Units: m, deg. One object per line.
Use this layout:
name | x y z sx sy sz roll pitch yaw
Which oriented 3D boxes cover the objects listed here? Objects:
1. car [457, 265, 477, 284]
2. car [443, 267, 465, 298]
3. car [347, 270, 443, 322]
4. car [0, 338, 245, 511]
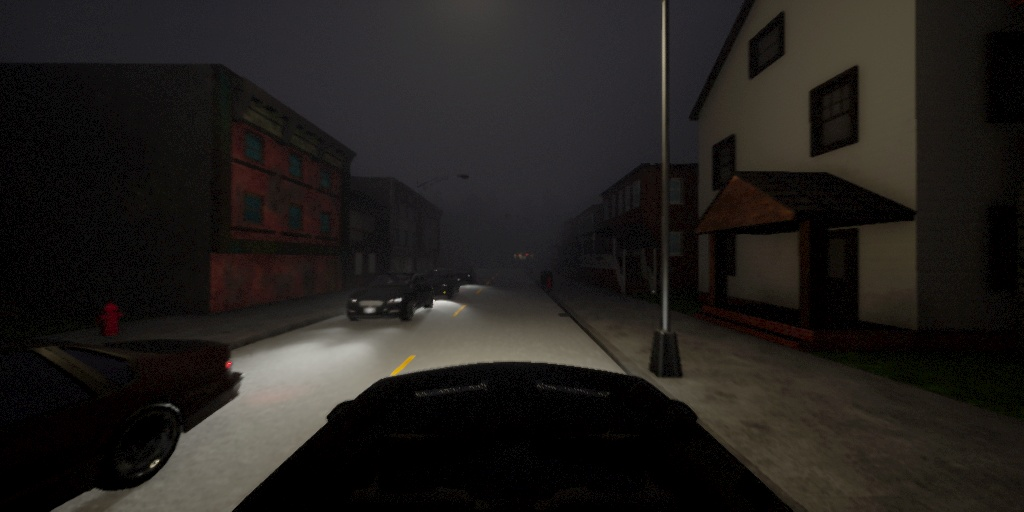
car | -3.995 1.513 29.665 1.812 1.442 4.674 0 -1 0
car | -3.993 1.461 19.377 1.994 1.385 4.181 0 -1 0
car | -4.093 1.324 12.773 2.128 1.511 4.902 0 -1 0
car | -4.105 1.280 1.849 2.033 1.411 5.357 0 -1 0
